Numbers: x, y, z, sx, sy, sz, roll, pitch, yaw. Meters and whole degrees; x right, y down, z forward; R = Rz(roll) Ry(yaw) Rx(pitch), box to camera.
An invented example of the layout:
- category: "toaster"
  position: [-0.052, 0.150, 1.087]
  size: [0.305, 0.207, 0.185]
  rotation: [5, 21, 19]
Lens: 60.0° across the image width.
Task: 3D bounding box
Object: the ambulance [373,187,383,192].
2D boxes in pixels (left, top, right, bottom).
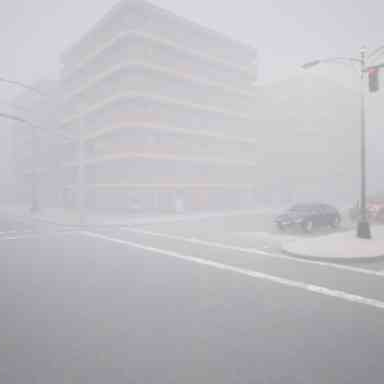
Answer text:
- category: "ambulance"
  position: [21.032, 0.665, 35.642]
  size: [6.366, 2.431, 2.351]
  rotation: [-1, 0, -41]

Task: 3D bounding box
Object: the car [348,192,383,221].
- category: "car"
  position: [13.423, 1.104, 24.566]
  size: [4.553, 1.767, 2.097]
  rotation: [-1, 0, -41]

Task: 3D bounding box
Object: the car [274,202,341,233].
- category: "car"
  position: [6.549, 1.343, 18.623]
  size: [4.892, 1.490, 1.837]
  rotation: [-1, 0, -41]
